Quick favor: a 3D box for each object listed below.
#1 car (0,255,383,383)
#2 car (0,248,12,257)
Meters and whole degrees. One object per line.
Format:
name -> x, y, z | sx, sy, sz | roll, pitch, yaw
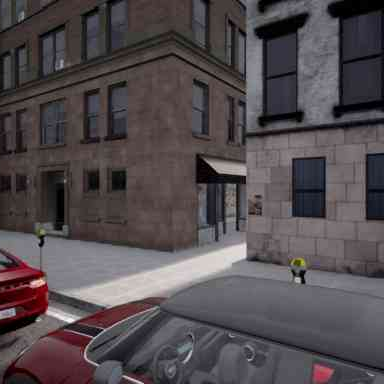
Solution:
car -> 0.273, 1.440, 2.611 | 4.097, 1.590, 1.967 | 0, 0, 35
car -> -4.376, 1.545, 5.878 | 4.507, 1.381, 1.887 | 0, 0, 35
